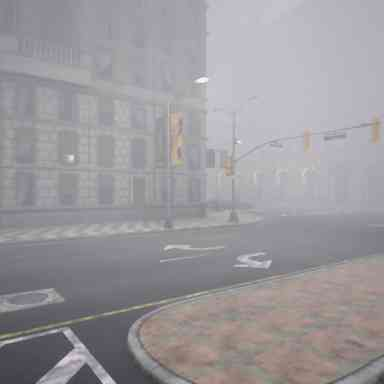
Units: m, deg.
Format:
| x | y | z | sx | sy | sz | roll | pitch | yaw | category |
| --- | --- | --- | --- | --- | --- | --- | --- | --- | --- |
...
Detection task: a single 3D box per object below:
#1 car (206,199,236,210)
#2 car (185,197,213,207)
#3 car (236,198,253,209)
| x | y | z | sx | sy | sz | roll | pitch | yaw | category |
| --- | --- | --- | --- | --- | --- | --- | --- | --- | --- |
| 3.243 | 1.564 | 42.879 | 1.994 | 1.385 | 4.181 | 0 | 0 | -36 | car |
| 1.095 | 1.505 | 51.943 | 1.837 | 1.490 | 4.892 | 0 | 0 | -35 | car |
| 6.185 | 1.564 | 44.784 | 1.994 | 1.385 | 4.181 | 0 | 0 | -36 | car |
